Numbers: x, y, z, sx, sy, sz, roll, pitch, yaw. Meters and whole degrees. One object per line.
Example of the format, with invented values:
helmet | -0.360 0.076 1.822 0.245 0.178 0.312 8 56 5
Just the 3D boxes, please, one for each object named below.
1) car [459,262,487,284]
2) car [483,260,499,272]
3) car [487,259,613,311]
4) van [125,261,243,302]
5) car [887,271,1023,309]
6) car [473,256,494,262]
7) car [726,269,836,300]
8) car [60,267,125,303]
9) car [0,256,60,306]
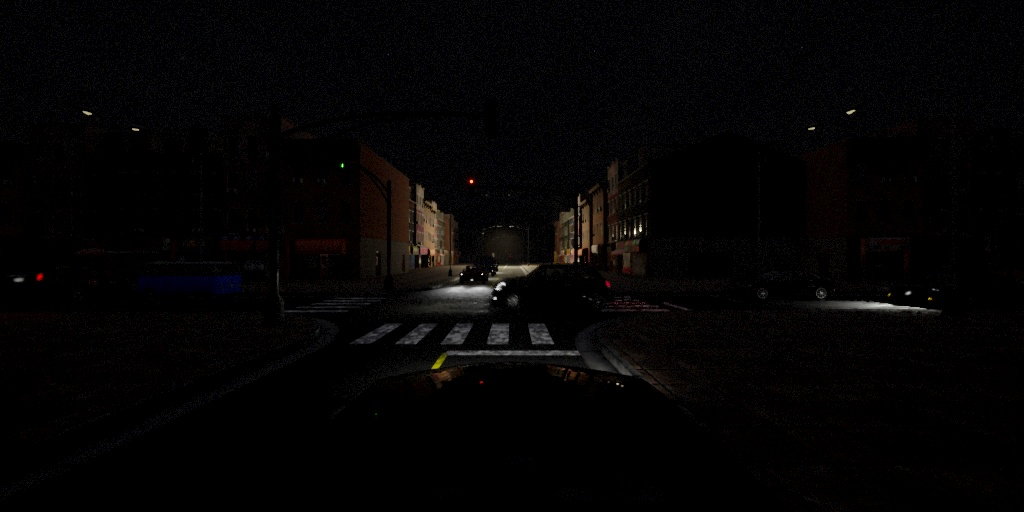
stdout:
car | -2.805 1.365 27.313 1.895 1.301 4.718 0 0 0
car | -2.762 1.284 47.327 1.837 1.490 4.892 0 0 0
car | 1.457 1.101 13.935 4.553 1.767 2.097 0 0 0
van | -14.718 1.124 16.423 3.998 1.789 1.690 0 0 0
car | 17.436 1.268 13.981 4.181 1.385 1.994 0 0 0
car | -2.790 0.993 37.178 2.150 2.045 5.566 0 0 0
car | 12.285 1.267 16.503 4.403 1.370 2.007 0 0 0
car | -20.193 1.239 16.406 4.097 1.591 1.967 0 0 0
car | -21.751 1.023 13.865 5.566 2.045 2.150 0 0 0
